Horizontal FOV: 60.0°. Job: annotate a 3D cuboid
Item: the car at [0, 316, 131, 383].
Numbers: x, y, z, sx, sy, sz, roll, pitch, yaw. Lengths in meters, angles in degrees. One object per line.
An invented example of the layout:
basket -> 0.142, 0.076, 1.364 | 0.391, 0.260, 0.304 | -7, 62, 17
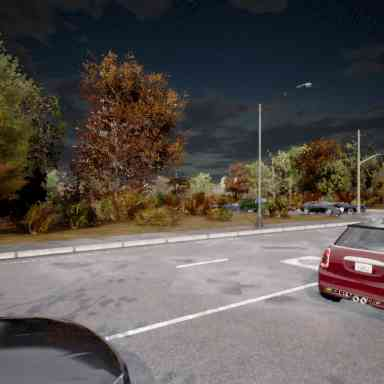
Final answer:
car -> -2.718, 1.491, 1.814 | 4.902, 1.511, 2.128 | 0, 0, -35

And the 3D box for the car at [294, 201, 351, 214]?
car -> 14.052, 1.708, 36.044 | 2.128, 1.511, 4.902 | 0, -1, -32

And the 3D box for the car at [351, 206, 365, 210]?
car -> 17.093, 1.826, 37.790 | 1.895, 1.301, 4.718 | 0, -1, -32

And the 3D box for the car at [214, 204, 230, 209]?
car -> 3.393, 2.658, 53.146 | 1.895, 1.301, 4.718 | 0, -3, -32

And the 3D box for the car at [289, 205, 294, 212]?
car -> 12.107, 2.009, 45.779 | 1.882, 1.535, 5.008 | 0, -3, -32

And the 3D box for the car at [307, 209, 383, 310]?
car -> 4.773, 1.362, 7.098 | 4.553, 1.767, 2.097 | 0, 0, -35

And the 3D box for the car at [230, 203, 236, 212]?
car -> 6.673, 2.585, 54.493 | 2.033, 1.411, 5.357 | 0, -3, -32

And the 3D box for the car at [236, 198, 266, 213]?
car -> 8.823, 1.767, 44.433 | 2.150, 2.045, 5.566 | 0, -3, -32
